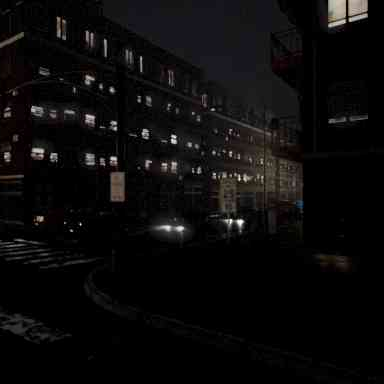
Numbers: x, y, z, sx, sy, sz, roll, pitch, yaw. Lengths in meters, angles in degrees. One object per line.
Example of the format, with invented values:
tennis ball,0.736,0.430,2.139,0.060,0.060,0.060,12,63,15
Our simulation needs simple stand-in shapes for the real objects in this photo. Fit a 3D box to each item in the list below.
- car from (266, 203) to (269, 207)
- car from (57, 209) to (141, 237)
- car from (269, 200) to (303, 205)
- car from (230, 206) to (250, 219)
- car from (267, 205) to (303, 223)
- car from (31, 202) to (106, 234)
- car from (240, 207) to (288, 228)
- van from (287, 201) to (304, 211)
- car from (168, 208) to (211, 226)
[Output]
car,11.715,2.049,44.700,2.150,2.045,5.566,0,-1,35
car,-5.417,1.884,20.308,1.895,1.301,4.718,0,-1,36
car,10.933,2.060,38.075,2.097,1.767,4.553,0,-1,35
car,5.537,2.195,35.955,1.994,1.385,4.181,0,-1,34
car,8.969,2.120,30.826,2.008,1.369,4.403,-2,-2,35
car,-7.679,1.603,21.591,2.192,1.841,5.009,-1,-2,35
car,5.712,2.047,26.167,1.802,1.307,4.206,-2,-2,35
van,18.377,2.463,58.855,1.690,1.788,3.998,-1,-2,35
car,-0.176,2.013,27.780,1.994,1.385,4.181,0,-1,34
